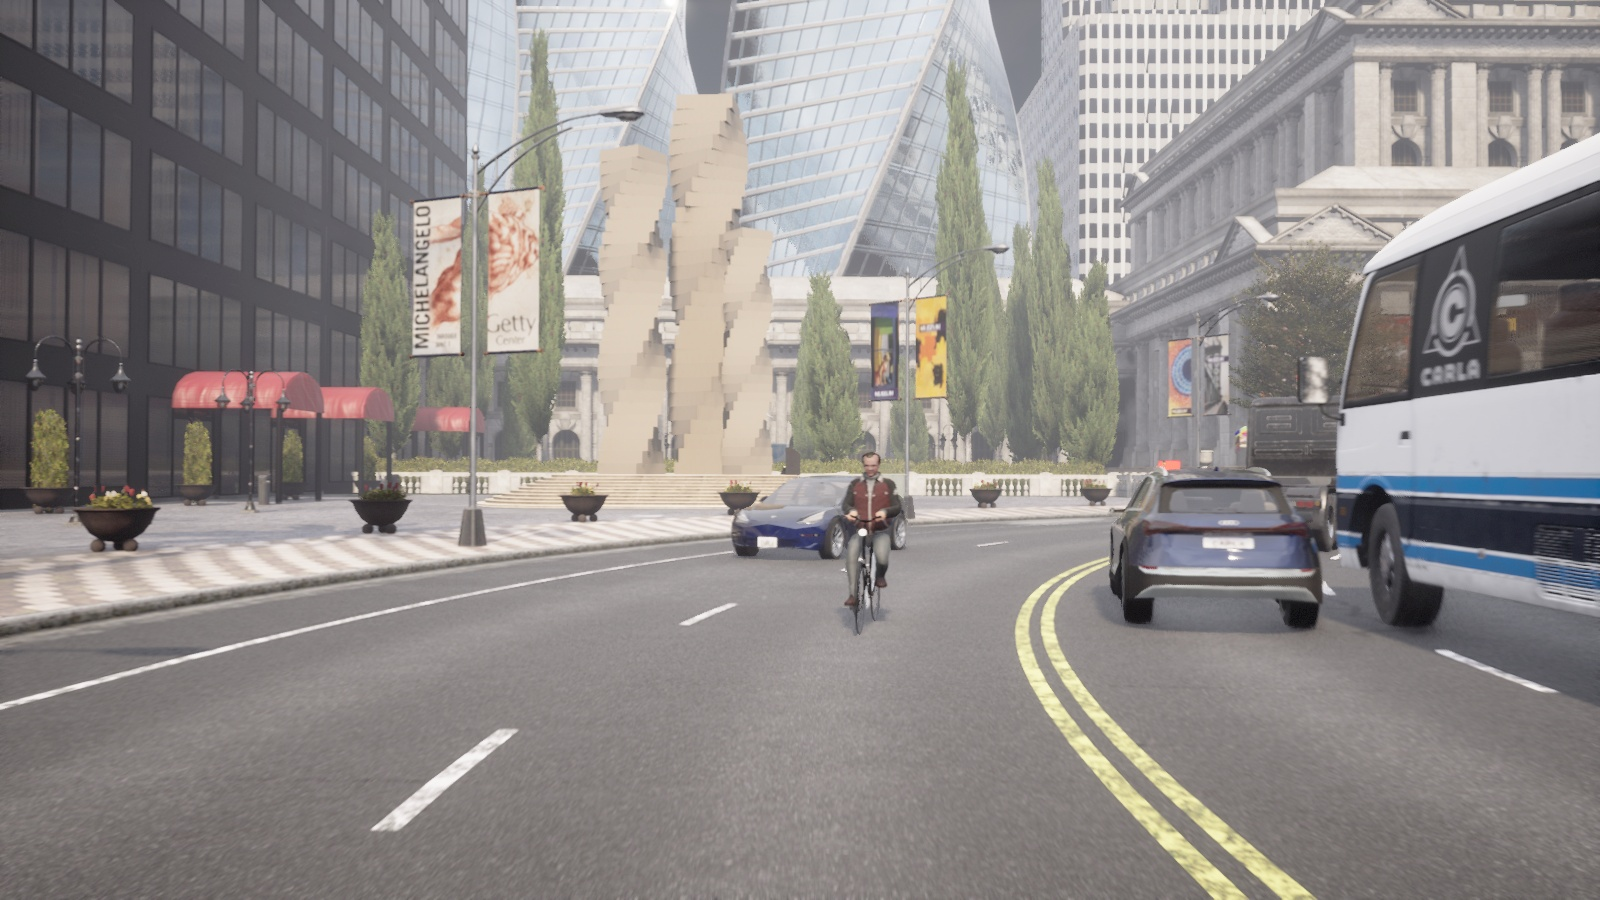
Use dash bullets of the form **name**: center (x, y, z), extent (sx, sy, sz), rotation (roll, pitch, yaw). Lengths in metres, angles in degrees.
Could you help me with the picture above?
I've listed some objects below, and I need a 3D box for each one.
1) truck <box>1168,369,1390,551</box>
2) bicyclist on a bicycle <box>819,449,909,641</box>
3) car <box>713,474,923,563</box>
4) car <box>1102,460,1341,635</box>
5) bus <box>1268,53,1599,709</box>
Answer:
- **truck**: center (10.881, 0.257, 27.928), extent (2.891, 3.462, 7.936), rotation (-1, -1, 34)
- **bicyclist on a bicycle**: center (0.670, 0.893, 12.552), extent (0.659, 1.776, 1.843), rotation (0, -1, 11)
- **car**: center (0.481, 1.213, 23.901), extent (2.163, 1.488, 4.792), rotation (-1, -1, 26)
- **car**: center (4.612, 0.969, 14.471), extent (2.033, 1.649, 4.856), rotation (-1, -1, 12)
- **bus**: center (7.288, -0.426, 9.869), extent (3.944, 4.253, 10.273), rotation (-1, -1, 4)
